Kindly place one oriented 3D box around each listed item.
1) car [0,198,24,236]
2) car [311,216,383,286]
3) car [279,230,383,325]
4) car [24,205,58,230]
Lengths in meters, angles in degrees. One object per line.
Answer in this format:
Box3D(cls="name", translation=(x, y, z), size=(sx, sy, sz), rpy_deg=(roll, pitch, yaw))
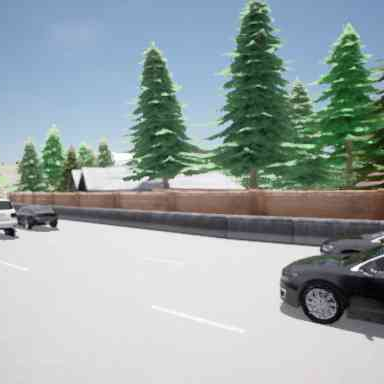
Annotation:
Box3D(cls="car", translation=(-11.603, 1.374, 18.407), size=(5.566, 2.045, 2.150), rpy_deg=(-1, 0, 43))
Box3D(cls="car", translation=(5.848, 1.530, 8.499), size=(4.902, 1.511, 2.128), rpy_deg=(0, 0, 36))
Box3D(cls="car", translation=(3.930, 1.530, 5.570), size=(4.892, 1.490, 1.837), rpy_deg=(0, 0, 36))
Box3D(cls="car", translation=(-10.769, 1.681, 22.493), size=(4.892, 1.490, 1.837), rpy_deg=(-1, 0, 44))
